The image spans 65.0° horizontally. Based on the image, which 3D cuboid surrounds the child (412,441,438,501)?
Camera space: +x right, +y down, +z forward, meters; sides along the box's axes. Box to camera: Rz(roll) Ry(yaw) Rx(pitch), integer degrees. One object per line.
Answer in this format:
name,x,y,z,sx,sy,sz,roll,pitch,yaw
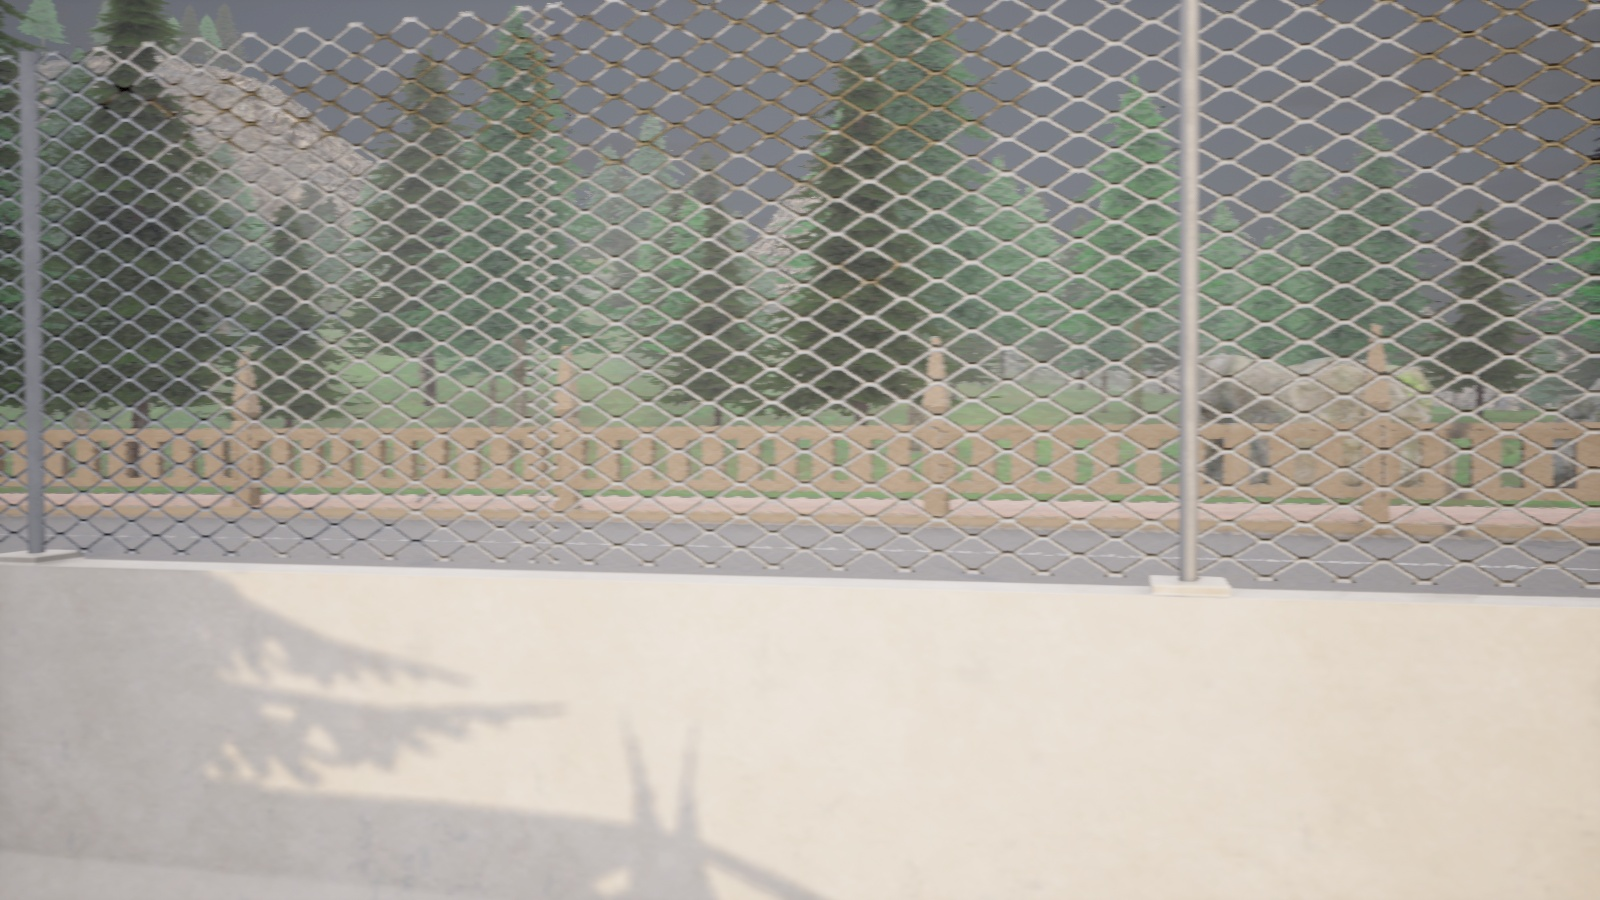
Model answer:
child,-6.930,0.383,23.217,0.394,1.110,0.255,0,1,13
